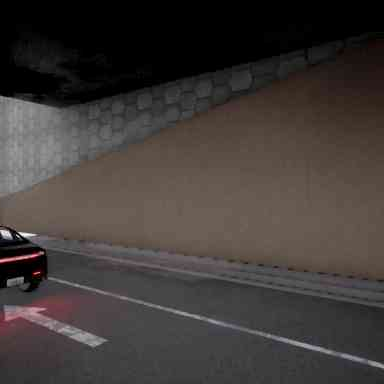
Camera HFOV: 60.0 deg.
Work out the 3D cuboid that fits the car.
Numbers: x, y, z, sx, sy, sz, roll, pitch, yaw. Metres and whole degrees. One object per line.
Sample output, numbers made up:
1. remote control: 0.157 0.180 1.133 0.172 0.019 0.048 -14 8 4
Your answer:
1. car: -5.331 1.492 7.745 4.902 1.511 2.128 0 0 35
